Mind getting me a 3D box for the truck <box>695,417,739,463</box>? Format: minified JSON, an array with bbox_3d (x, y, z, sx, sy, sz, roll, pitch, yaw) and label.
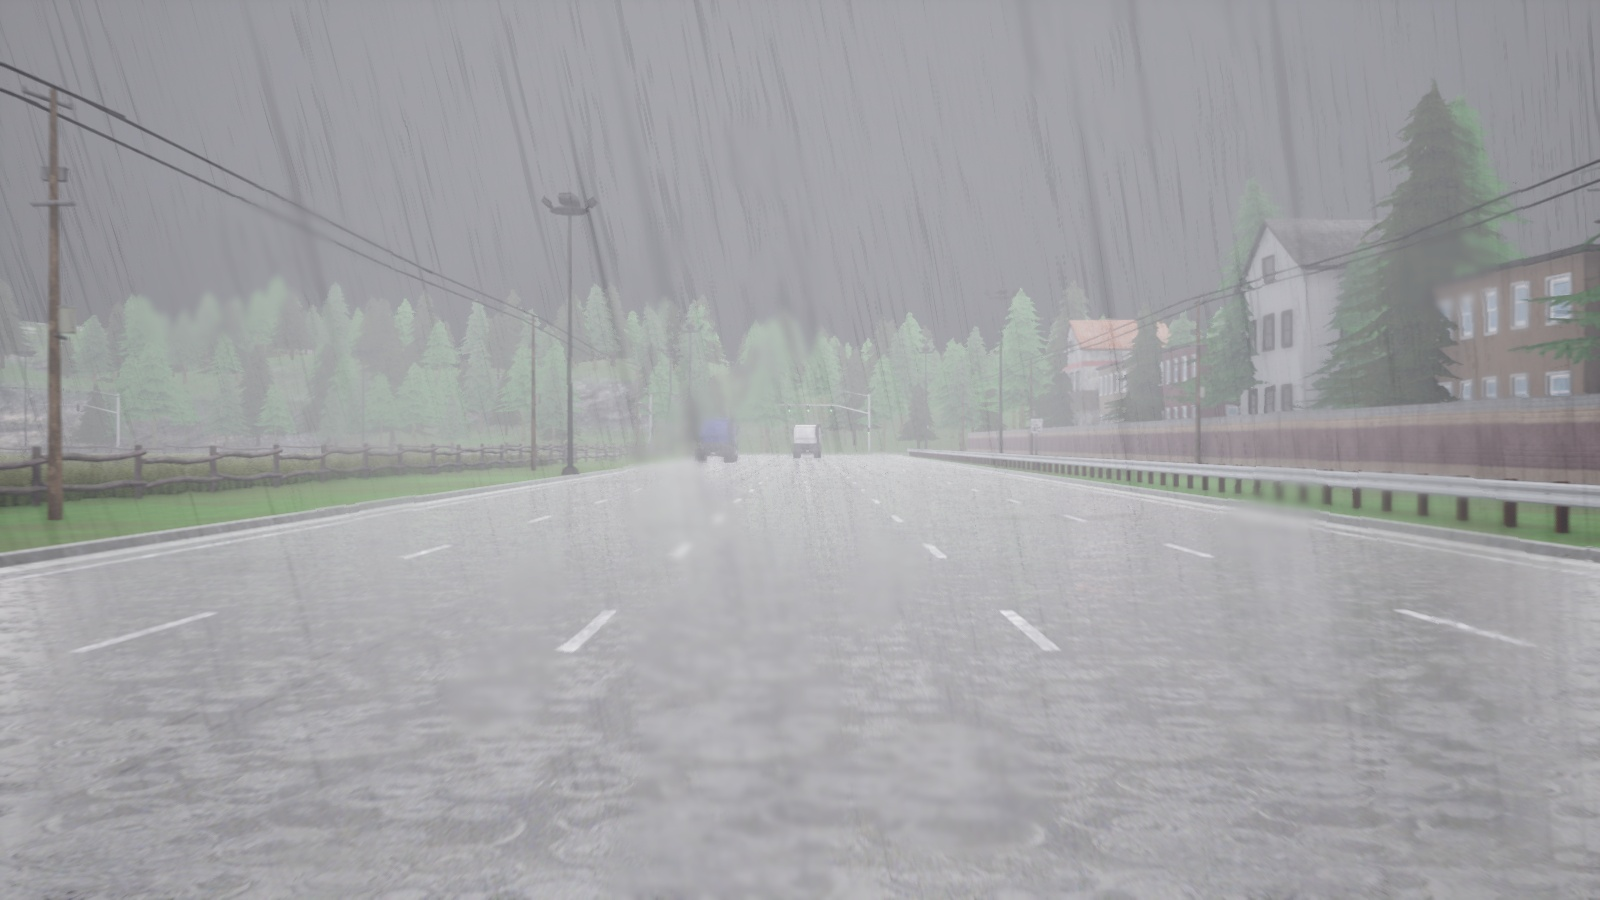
[{"bbox_3d":[-6.429,-0.794,98.331,2.891,3.462,7.936,0,0,0],"label":"truck"}]
